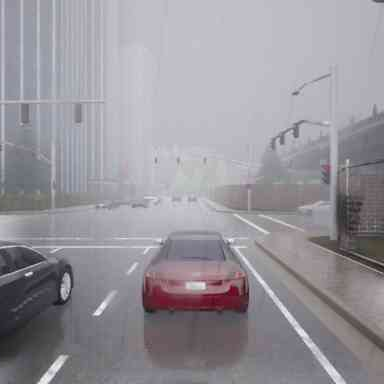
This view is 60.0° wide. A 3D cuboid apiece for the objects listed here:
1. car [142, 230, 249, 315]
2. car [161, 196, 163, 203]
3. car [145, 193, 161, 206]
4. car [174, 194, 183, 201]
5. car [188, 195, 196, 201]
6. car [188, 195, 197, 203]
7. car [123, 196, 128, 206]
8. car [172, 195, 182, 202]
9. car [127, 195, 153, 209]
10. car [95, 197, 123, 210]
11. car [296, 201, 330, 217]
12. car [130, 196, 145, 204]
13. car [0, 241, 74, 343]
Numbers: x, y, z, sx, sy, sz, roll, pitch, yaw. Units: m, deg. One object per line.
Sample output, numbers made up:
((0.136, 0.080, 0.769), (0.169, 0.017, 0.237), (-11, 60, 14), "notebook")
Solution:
((0.073, 1.563, 7.654), (1.994, 1.385, 4.181), (0, 0, 0), "car")
((-7.001, 1.500, 68.262), (1.837, 1.490, 4.892), (0, 0, 0), "car")
((-7.074, 1.219, 56.880), (2.150, 2.045, 5.566), (0, 0, 0), "car")
((-3.491, 1.379, 84.669), (2.128, 1.511, 4.902), (0, 0, 0), "car")
((0.009, 1.471, 85.198), (1.882, 1.535, 5.008), (0, 0, 0), "car")
((0.052, 1.472, 71.819), (1.882, 1.535, 5.008), (0, 0, 0), "car")
((-10.581, 1.502, 53.498), (1.837, 1.490, 4.892), (0, 0, 0), "car")
((-3.492, 1.489, 74.245), (1.837, 1.490, 4.892), (0, 0, 0), "car")
((-7.087, 1.544, 45.959), (2.033, 1.411, 5.357), (0, 0, 0), "car")
((-10.670, 1.488, 41.915), (2.128, 1.511, 4.902), (0, 0, 2), "car")
((12.370, 1.579, 31.754), (4.674, 1.442, 1.812), (0, 0, -3), "car")
((-10.525, 1.542, 64.883), (2.033, 1.411, 5.357), (0, 0, 1), "car")
((-3.441, 1.504, 5.198), (1.837, 1.490, 4.892), (0, 0, 0), "car")
